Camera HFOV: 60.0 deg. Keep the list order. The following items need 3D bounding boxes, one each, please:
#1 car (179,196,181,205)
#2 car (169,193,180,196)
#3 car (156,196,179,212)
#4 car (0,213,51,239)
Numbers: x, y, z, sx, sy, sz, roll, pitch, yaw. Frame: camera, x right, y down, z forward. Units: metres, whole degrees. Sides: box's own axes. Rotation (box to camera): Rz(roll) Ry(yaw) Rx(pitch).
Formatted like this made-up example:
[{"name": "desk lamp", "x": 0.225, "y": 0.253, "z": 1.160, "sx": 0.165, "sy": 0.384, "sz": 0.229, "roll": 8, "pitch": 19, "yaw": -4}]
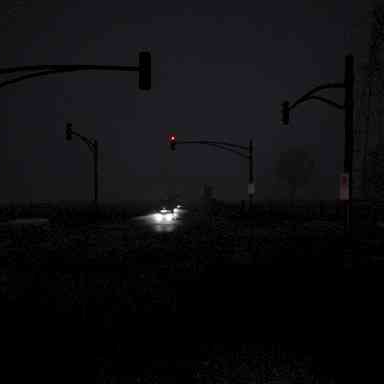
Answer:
[{"name": "car", "x": -3.024, "y": 1.595, "z": 47.506, "sx": 1.895, "sy": 1.301, "sz": 4.718, "roll": 0, "pitch": 0, "yaw": 0}, {"name": "car", "x": -3.074, "y": 1.217, "z": 57.857, "sx": 2.150, "sy": 2.045, "sz": 5.566, "roll": 0, "pitch": 0, "yaw": 0}, {"name": "car", "x": -2.970, "y": 1.485, "z": 37.690, "sx": 2.128, "sy": 1.511, "sz": 4.902, "roll": 0, "pitch": 0, "yaw": -1}, {"name": "car", "x": -9.743, "y": 1.722, "z": 16.856, "sx": 4.718, "sy": 1.301, "sz": 1.895, "roll": -1, "pitch": 1, "yaw": -16}]
